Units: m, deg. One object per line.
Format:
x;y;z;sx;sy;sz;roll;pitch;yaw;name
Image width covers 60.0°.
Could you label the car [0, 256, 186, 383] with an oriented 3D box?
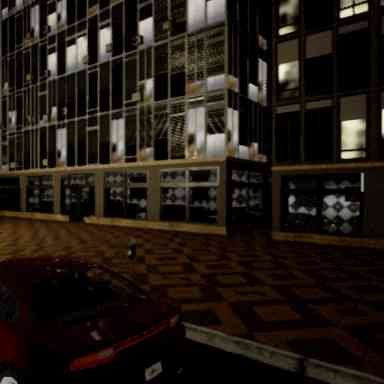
-2.178;1.544;4.427;4.507;1.381;1.887;0;0;36;car
